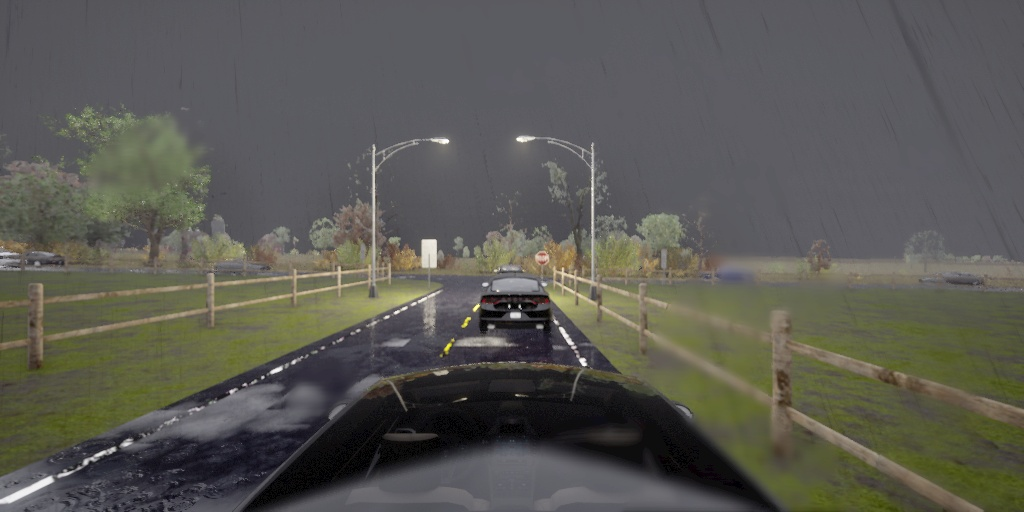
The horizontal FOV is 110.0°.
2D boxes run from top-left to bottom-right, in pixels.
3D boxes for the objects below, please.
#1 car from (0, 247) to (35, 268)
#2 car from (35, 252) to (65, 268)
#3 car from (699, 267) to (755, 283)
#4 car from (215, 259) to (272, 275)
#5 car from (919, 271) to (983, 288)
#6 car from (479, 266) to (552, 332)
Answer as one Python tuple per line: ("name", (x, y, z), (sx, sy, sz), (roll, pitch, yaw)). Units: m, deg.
("car", (-47.627, 0.088, 32.485), (5.566, 2.045, 2.150), (1, 1, 1))
("car", (-46.978, 0.358, 35.334), (4.892, 1.490, 1.837), (1, 1, 0))
("car", (21.158, 1.800, 35.452), (5.008, 1.535, 1.882), (1, 1, 0))
("car", (-24.272, 0.937, 32.457), (4.181, 1.385, 1.994), (1, 1, 0))
("car", (43.324, 2.283, 35.432), (4.902, 1.511, 2.128), (1, 1, 1))
("car", (0.084, 1.256, 11.000), (1.882, 1.535, 5.008), (0, 0, 0))
